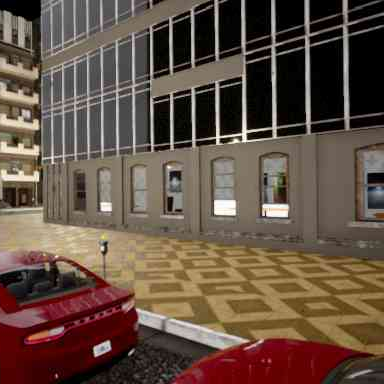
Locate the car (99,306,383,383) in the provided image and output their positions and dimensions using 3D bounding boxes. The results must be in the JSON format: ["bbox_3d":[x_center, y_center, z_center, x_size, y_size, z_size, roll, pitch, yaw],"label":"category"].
[{"bbox_3d":[1.797,1.545,1.603,4.507,1.381,1.887,0,-1,36],"label":"car"}]

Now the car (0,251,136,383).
[{"bbox_3d":[-2.774,1.544,4.869,4.507,1.381,1.887,0,-1,36],"label":"car"}]
